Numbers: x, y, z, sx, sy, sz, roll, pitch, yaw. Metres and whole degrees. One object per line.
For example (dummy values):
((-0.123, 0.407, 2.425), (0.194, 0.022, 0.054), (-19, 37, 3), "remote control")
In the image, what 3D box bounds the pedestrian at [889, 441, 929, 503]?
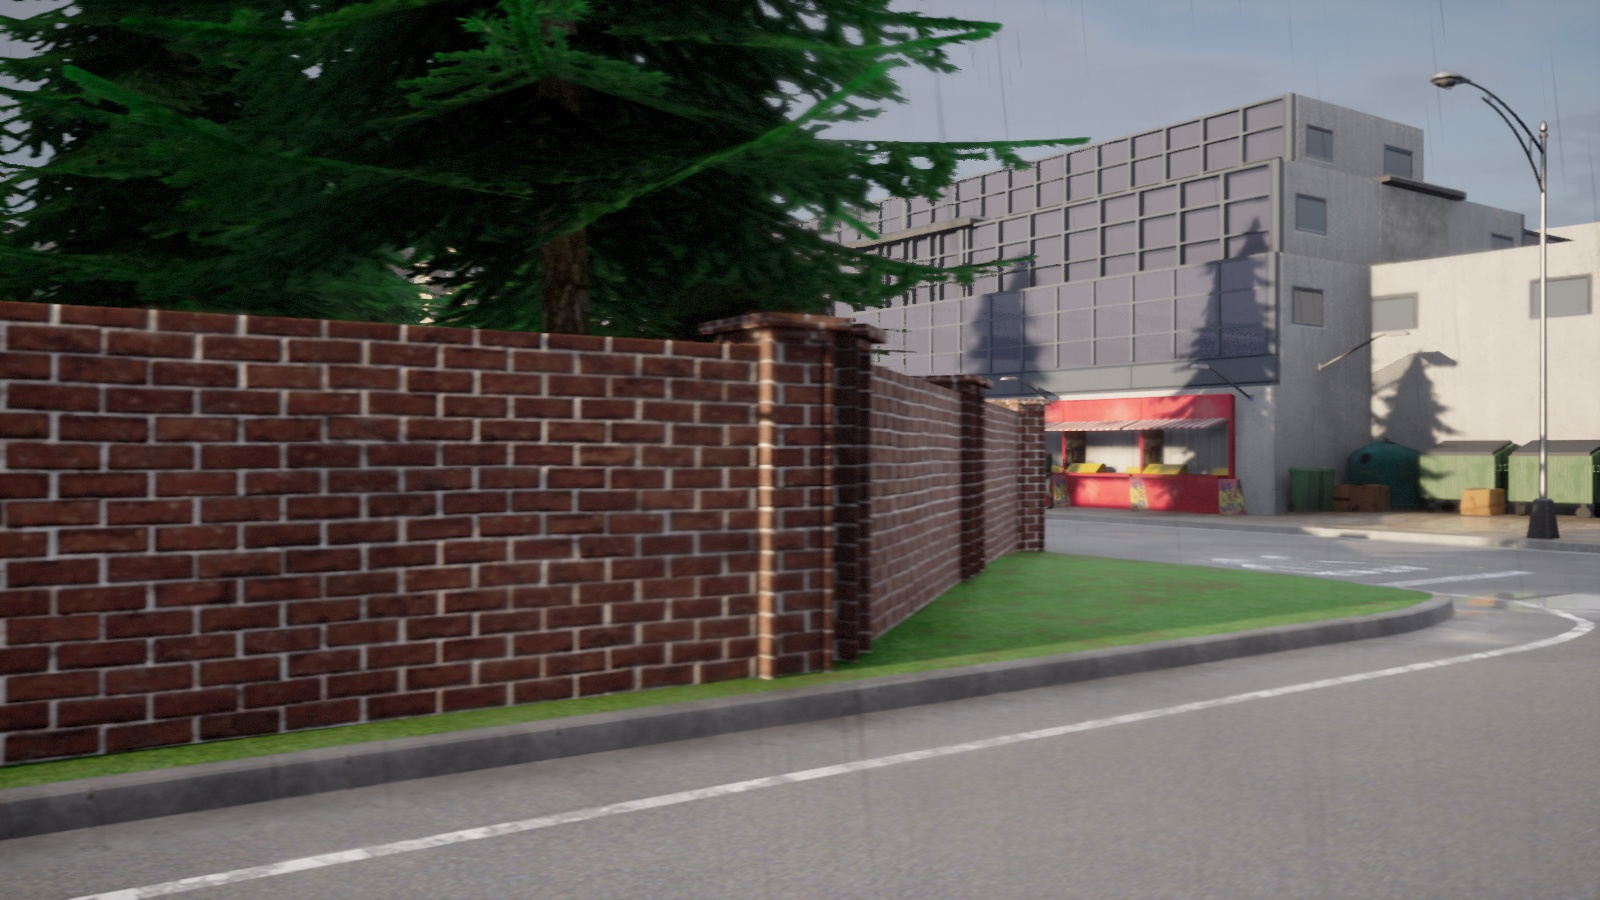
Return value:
((3.326, 0.669, 38.214), (0.874, 1.855, 0.900), (0, 0, -26), "pedestrian")

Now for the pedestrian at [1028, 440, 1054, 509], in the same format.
((6.526, 0.652, 34.052), (0.353, 1.847, 0.614), (0, 0, -35), "pedestrian")
